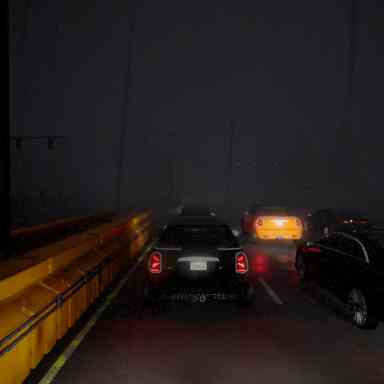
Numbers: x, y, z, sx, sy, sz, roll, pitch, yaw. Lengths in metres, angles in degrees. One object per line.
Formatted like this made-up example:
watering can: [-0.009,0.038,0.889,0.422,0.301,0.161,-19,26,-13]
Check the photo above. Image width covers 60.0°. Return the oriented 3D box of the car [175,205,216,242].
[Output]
car: [0.158,1.505,17.288,1.837,1.490,4.892,0,0,0]

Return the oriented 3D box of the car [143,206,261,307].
car: [0.125,1.352,8.112,2.097,1.767,4.553,0,0,0]

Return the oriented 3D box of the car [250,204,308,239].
car: [3.655,1.352,15.983,2.097,1.767,4.553,0,0,0]

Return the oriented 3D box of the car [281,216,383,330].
car: [3.621,1.492,6.872,2.128,1.511,4.902,0,0,0]

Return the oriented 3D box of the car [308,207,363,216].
car: [7.157,1.505,16.852,1.837,1.490,4.892,0,0,0]
